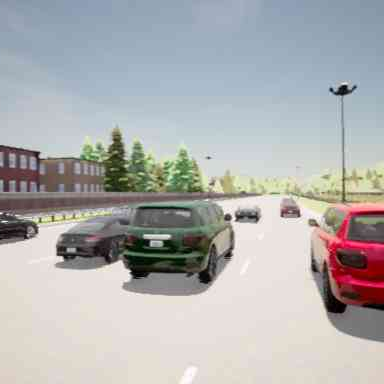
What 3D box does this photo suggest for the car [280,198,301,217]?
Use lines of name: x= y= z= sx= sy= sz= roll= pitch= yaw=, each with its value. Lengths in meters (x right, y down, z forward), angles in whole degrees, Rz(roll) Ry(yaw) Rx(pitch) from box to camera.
car: x=9.630 y=1.651 z=32.604 sx=1.812 sy=1.442 sz=4.674 roll=-1 pitch=0 yaw=16

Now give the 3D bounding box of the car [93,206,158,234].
car: x=-4.150 y=1.717 z=21.895 sx=2.033 sy=1.411 sz=5.357 roll=-1 pitch=0 yaw=15

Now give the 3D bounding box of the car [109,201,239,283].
car: x=-0.098 y=1.286 z=10.192 sx=2.150 sy=2.045 sz=5.566 roll=-1 pitch=0 yaw=15

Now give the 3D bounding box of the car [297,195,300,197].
car: x=12.275 y=1.516 z=42.390 sx=2.097 sy=1.767 sz=4.553 roll=-1 pitch=0 yaw=16

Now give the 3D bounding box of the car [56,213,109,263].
car: x=-3.103 y=1.629 z=12.459 sx=1.812 sy=1.442 sz=4.674 roll=-1 pitch=0 yaw=15

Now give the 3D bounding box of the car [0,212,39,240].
car: x=-9.464 y=1.680 z=15.735 sx=1.837 sy=1.490 sz=4.892 roll=-1 pitch=0 yaw=15

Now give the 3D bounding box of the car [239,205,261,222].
car: x=4.828 y=1.737 z=28.192 sx=1.895 sy=1.301 sz=4.718 roll=-1 pitch=0 yaw=15

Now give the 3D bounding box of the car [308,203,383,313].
car: x=3.970 y=1.239 z=7.534 sx=2.150 sy=2.045 sz=5.566 roll=-1 pitch=0 yaw=15

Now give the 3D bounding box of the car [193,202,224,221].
car: x=1.578 y=1.697 z=29.576 sx=1.812 sy=1.442 sz=4.674 roll=-1 pitch=0 yaw=15

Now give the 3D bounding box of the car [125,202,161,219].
car: x=-4.759 y=1.769 z=32.941 sx=1.812 sy=1.442 sz=4.674 roll=-1 pitch=0 yaw=15
